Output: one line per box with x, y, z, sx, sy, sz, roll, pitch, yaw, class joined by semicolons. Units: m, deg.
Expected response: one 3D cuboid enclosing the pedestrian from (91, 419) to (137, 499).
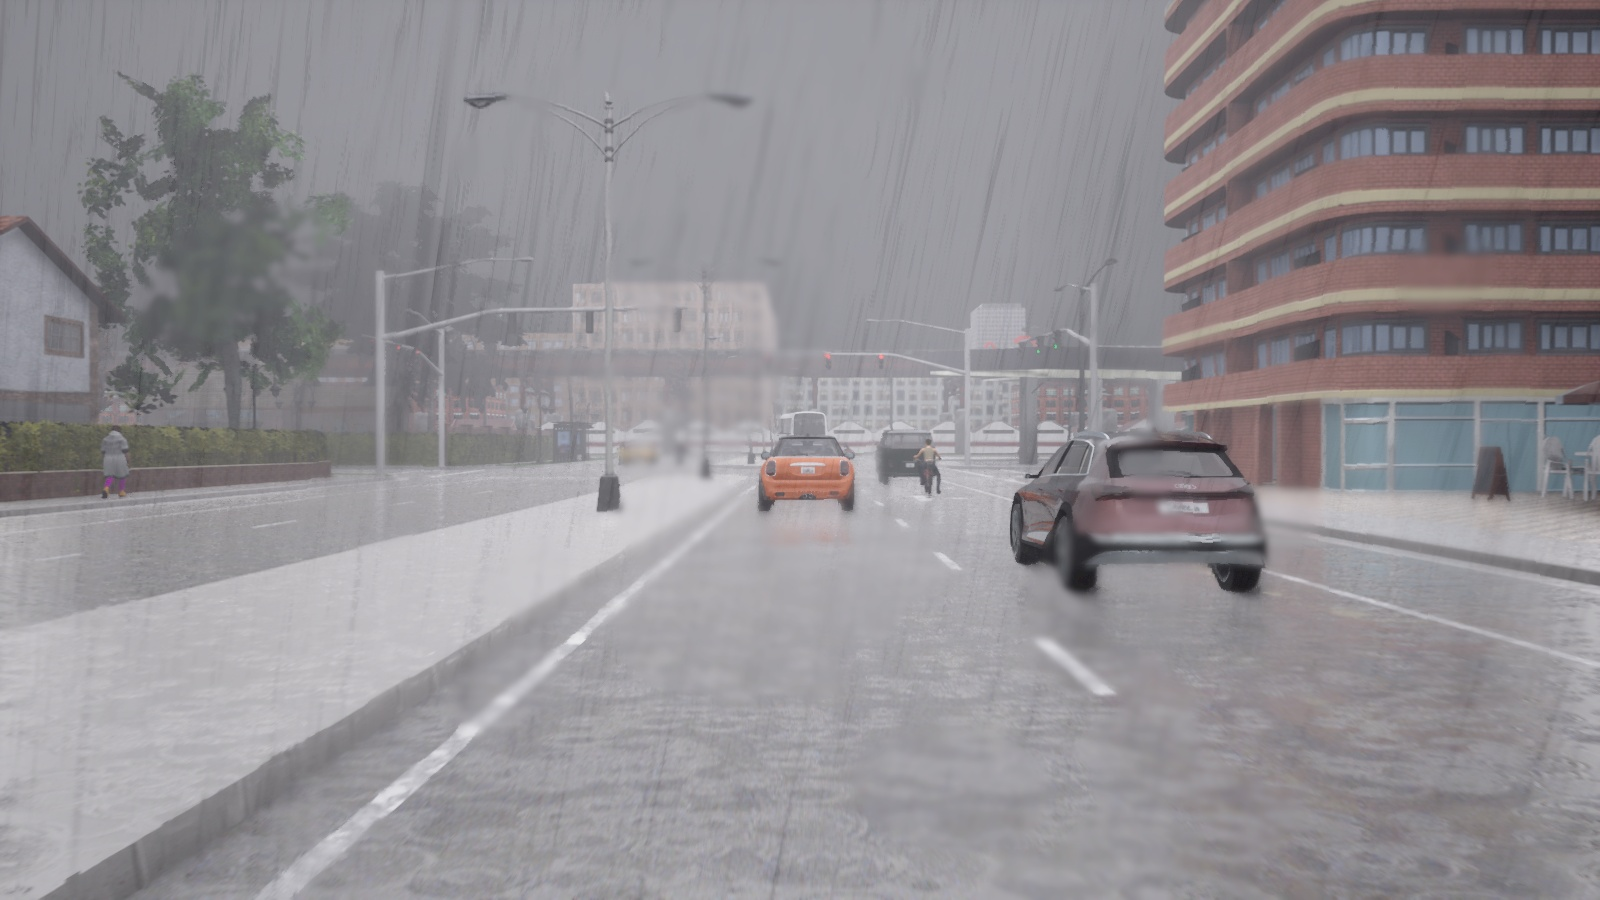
-16.832;0.214;30.841;0.659;1.952;0.873;0;0;-1;pedestrian

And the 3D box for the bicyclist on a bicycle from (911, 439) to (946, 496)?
3.719;0.480;36.396;0.866;1.612;1.509;0;1;0;bicyclist on a bicycle

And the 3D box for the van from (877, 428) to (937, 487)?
3.770;0.250;44.752;1.775;1.987;4.442;0;0;0;van

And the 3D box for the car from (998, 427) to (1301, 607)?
3.595;0.601;13.972;2.033;1.649;4.856;0;0;0;car

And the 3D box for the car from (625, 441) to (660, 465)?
-10.986;0.181;87.873;1.801;1.575;5.366;0;0;0;car

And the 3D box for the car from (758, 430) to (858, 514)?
0.179;0.443;28.771;2.097;1.767;4.553;0;0;0;car
